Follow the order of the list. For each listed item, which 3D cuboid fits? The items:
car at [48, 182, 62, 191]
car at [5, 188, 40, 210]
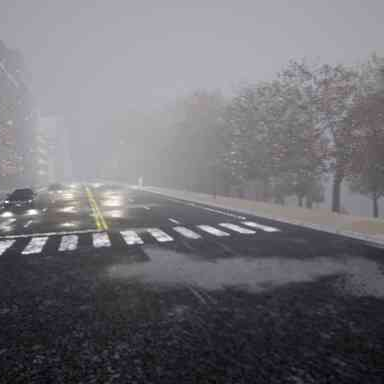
[{"bbox_3d":[-22.218,-0.910,54.242,2.033,1.411,5.357,-2,3,-18],"label":"car"},{"bbox_3d":[-12.432,0.488,24.627,1.812,1.442,4.674,-2,4,-18],"label":"car"}]
